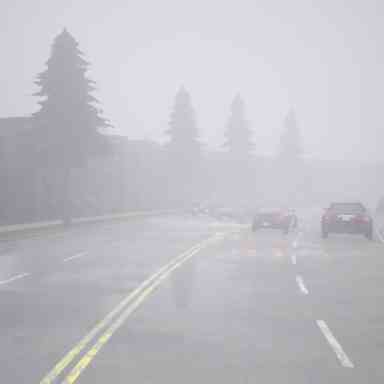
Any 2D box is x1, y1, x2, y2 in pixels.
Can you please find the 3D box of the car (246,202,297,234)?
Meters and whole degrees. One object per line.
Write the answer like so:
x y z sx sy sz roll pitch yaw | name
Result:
4.603 1.366 18.294 1.812 1.442 4.674 0 1 25 | car

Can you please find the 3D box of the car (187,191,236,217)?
1.880 0.977 27.911 2.150 2.045 5.566 0 0 35 | car

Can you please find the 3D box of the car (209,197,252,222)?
3.566 1.335 24.254 2.033 1.411 5.357 0 1 32 | car

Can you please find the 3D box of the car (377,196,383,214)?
18.933 1.091 30.665 4.553 1.767 2.097 -1 1 -40 | car

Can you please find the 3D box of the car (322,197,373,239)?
7.709 1.208 16.653 2.097 1.767 4.553 0 1 24 | car

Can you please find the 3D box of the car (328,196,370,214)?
15.206 1.201 32.155 5.008 1.535 1.882 0 0 -42 | car
